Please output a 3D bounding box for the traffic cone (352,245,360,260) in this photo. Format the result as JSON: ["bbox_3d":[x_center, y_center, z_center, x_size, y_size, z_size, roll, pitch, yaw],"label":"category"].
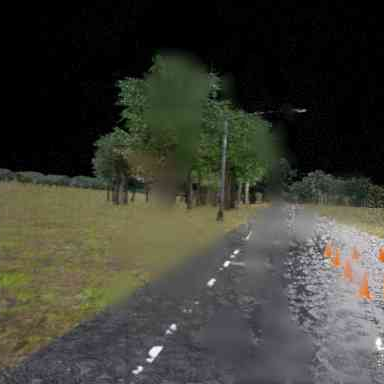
[{"bbox_3d":[6.754,2.474,13.792,0.340,0.580,0.340,3,-1,15],"label":"traffic cone"}]

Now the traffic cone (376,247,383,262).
[{"bbox_3d":[7.721,2.525,13.539,0.340,0.580,0.340,3,-1,15],"label":"traffic cone"}]

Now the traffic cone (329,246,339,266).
[{"bbox_3d":[5.285,2.375,12.109,0.340,0.580,0.340,3,-1,15],"label":"traffic cone"}]

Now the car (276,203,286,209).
[{"bbox_3d":[21.287,3.261,79.261,1.994,1.385,4.181,3,0,15],"label":"car"}]

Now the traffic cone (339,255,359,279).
[{"bbox_3d":[4.782,2.327,10.174,0.340,0.580,0.340,3,-1,15],"label":"traffic cone"}]

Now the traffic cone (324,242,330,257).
[{"bbox_3d":[5.788,2.422,14.044,0.340,0.580,0.340,3,-1,15],"label":"traffic cone"}]

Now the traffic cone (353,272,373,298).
[{"bbox_3d":[4.279,2.279,8.239,0.340,0.580,0.340,3,-1,15],"label":"traffic cone"}]
